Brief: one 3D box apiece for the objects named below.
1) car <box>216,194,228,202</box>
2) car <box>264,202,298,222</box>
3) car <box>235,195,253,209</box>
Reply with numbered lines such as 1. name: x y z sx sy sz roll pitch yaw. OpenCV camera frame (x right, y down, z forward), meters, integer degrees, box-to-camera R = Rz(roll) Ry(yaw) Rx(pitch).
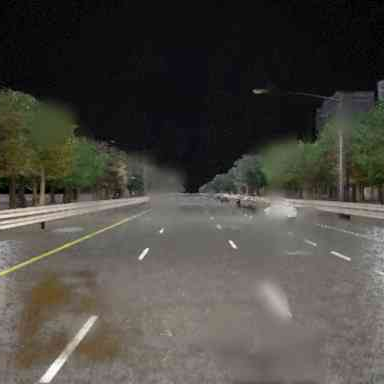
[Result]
1. car: 7.066 1.562 75.024 1.837 1.490 4.892 0 0 0
2. car: 6.993 1.541 26.410 1.812 1.442 4.674 0 0 0
3. car: 6.996 1.512 44.907 2.128 1.511 4.902 0 0 0
